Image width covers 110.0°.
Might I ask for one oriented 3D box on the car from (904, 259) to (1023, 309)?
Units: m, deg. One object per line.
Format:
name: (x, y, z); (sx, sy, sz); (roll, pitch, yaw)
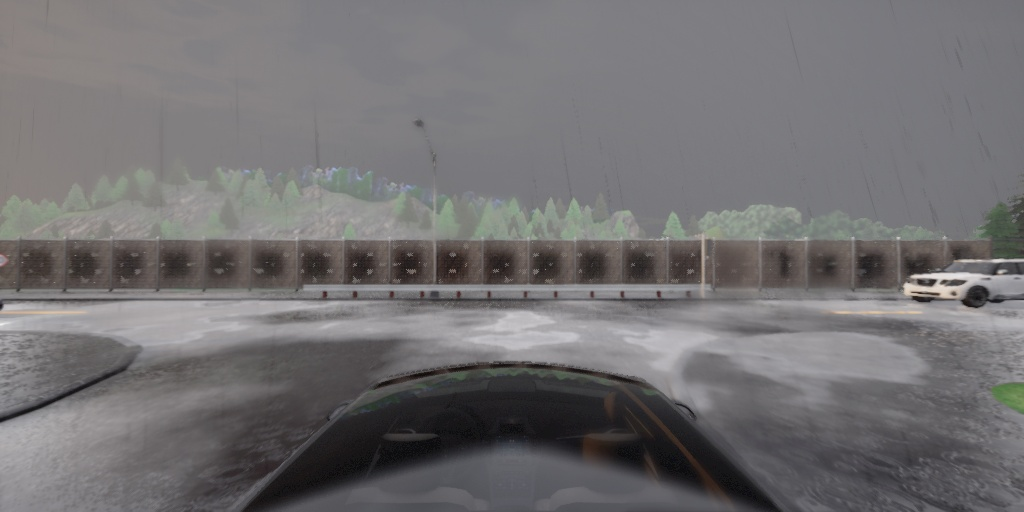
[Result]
car: (20.722, 1.136, 15.659); (5.566, 2.045, 2.150); (0, -1, 0)

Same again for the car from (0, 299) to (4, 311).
car: (-19.611, 1.390, 11.547); (4.674, 1.442, 1.812); (0, -1, 0)
